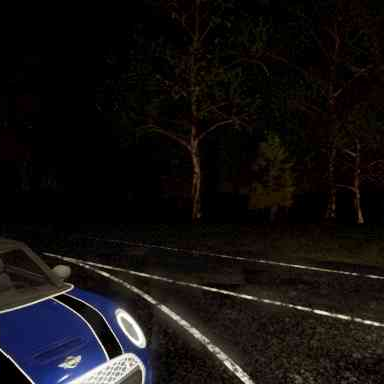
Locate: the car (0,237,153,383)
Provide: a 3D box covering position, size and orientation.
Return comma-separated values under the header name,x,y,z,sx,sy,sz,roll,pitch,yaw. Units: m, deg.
name,x,y,z,sx,sy,sz,roll,pitch,yaw
car,-2.596,1.338,3.735,4.553,1.767,2.097,1,0,35
